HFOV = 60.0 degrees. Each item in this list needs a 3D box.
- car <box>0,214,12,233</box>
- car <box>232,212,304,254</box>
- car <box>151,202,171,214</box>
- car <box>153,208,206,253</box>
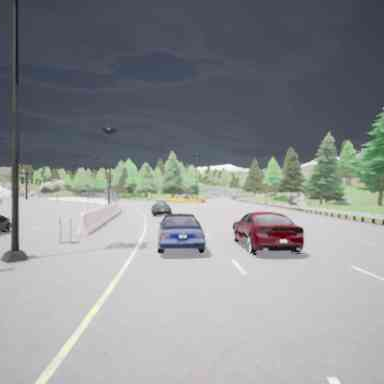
[{"bbox_3d":[-11.471,1.688,17.846,1.994,1.385,4.181,0,0,-5],"label":"car"},{"bbox_3d":[2.970,1.558,13.908,1.882,1.535,5.008,0,0,-4],"label":"car"},{"bbox_3d":[-3.322,1.783,35.532,1.994,1.385,4.181,0,0,-10],"label":"car"},{"bbox_3d":[-0.526,1.634,14.232,2.033,1.411,5.357,0,0,-4],"label":"car"}]
